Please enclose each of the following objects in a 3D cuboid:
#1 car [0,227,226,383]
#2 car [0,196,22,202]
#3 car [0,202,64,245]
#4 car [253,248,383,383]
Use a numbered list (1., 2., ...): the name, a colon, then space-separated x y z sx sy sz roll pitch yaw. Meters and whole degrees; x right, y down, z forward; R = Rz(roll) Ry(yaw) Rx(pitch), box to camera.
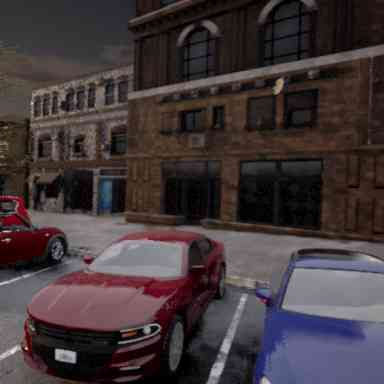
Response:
1. car: -0.640 1.462 5.872 2.097 1.535 5.008 1 0 15
2. car: -7.998 1.150 11.077 2.435 2.045 5.566 1 0 15
3. car: -5.561 1.296 9.335 2.185 1.767 4.553 0 -1 15
4. car: 1.821 1.519 4.112 2.002 1.452 4.674 1 0 16
